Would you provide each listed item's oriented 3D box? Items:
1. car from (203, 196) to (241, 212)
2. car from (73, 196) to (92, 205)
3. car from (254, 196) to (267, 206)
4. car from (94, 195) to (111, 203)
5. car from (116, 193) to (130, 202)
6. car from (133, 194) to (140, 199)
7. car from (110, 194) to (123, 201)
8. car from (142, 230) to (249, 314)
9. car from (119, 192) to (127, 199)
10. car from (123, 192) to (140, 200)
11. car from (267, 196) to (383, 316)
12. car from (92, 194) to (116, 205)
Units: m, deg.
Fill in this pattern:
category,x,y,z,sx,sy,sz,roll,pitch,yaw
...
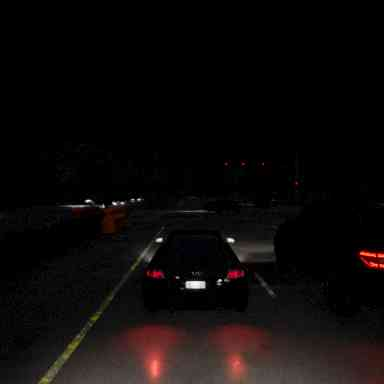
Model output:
category,x,y,z,sx,sy,sz,roll,pitch,yaw
car,3.458,1.475,37.556,4.181,1.385,1.994,0,0,-5
car,-17.841,1.378,54.539,2.033,1.411,5.357,0,0,0
car,10.761,1.359,49.896,1.837,1.490,4.892,-3,1,-10
car,-17.823,1.324,66.785,2.033,1.411,5.357,0,0,0
car,-14.329,1.376,66.916,1.895,1.301,4.718,0,0,0
car,-15.696,1.253,93.431,1.895,1.301,4.718,0,0,-11
car,-17.892,1.221,79.103,1.837,1.490,4.892,0,0,0
car,0.069,1.563,7.723,1.994,1.385,4.181,0,0,0
car,-19.094,1.016,92.604,2.097,1.767,4.553,0,0,-11
car,-14.390,0.947,79.024,2.150,2.045,5.566,0,0,0
car,3.591,1.221,7.652,2.150,2.045,5.566,0,0,-2
car,-14.336,1.396,54.167,1.994,1.385,4.181,0,0,0
